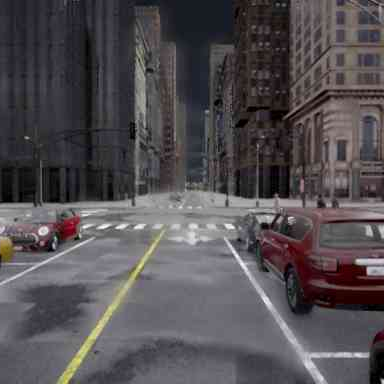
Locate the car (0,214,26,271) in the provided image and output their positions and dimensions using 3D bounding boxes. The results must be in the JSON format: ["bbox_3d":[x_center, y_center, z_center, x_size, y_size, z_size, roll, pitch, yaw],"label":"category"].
[{"bbox_3d":[-5.767,1.456,7.213,1.752,1.417,4.829,0,1,0],"label":"car"}]

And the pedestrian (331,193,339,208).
[{"bbox_3d":[8.133,0.973,19.062,0.375,1.860,0.375,0,1,0],"label":"pedestrian"}]

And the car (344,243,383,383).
[{"bbox_3d":[2.759,1.422,1.783,1.967,1.590,4.097,0,1,0],"label":"car"}]

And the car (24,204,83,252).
[{"bbox_3d":[-5.768,1.317,12.984,1.967,1.590,4.097,0,1,0],"label":"car"}]

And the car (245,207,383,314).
[{"bbox_3d":[2.758,1.244,7.384,2.192,1.841,5.009,0,1,0],"label":"car"}]

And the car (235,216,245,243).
[{"bbox_3d":[2.758,1.427,12.987,2.008,1.369,4.403,0,1,0],"label":"car"}]

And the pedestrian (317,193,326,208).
[{"bbox_3d":[7.133,0.972,18.461,0.375,1.860,0.375,0,1,0],"label":"pedestrian"}]

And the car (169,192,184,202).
[{"bbox_3d":[-2.925,1.019,56.712,2.033,1.411,5.357,0,1,1],"label":"car"}]

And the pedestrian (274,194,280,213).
[{"bbox_3d":[5.044,0.957,19.662,0.375,1.860,0.375,0,1,0],"label":"pedestrian"}]

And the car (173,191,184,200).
[{"bbox_3d":[-2.841,0.690,72.016,2.097,1.767,4.553,0,1,0],"label":"car"}]
